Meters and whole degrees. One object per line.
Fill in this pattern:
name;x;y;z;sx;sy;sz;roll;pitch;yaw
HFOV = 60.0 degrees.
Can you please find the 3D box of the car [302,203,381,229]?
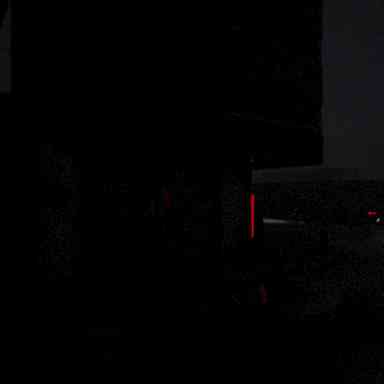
car;9.506;1.475;21.512;2.128;1.511;4.902;0;0;-35
